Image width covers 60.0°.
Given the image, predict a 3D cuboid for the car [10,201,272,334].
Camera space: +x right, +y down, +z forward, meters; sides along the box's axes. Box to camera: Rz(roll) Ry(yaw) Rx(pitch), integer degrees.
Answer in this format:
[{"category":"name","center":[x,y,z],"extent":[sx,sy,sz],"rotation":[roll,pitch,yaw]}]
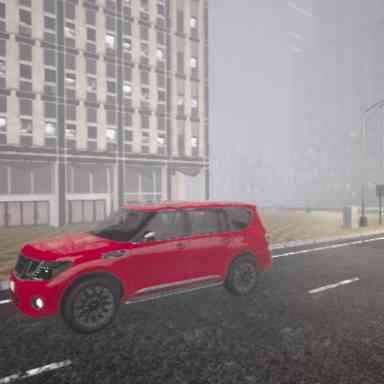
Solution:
[{"category":"car","center":[-0.718,1.223,7.127],"extent":[5.566,2.045,2.150],"rotation":[1,0,-35]}]
